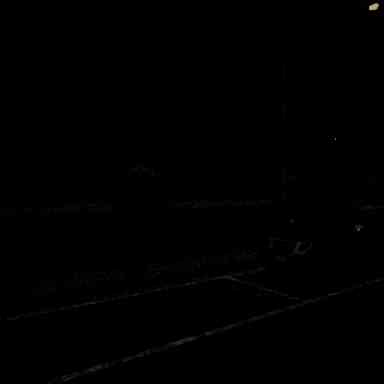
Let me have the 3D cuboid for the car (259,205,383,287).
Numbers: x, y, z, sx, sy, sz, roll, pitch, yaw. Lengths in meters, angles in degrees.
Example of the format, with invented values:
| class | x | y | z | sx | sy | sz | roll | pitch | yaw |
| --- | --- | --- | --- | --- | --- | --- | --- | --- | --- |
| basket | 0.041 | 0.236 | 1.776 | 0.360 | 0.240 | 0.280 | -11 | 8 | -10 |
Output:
| class | x | y | z | sx | sy | sz | roll | pitch | yaw |
| --- | --- | --- | --- | --- | --- | --- | --- | --- | --- |
| car | 4.189 | 1.313 | 9.519 | 5.009 | 1.841 | 2.192 | 0 | 0 | -35 |
